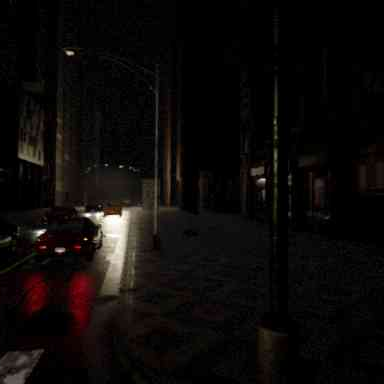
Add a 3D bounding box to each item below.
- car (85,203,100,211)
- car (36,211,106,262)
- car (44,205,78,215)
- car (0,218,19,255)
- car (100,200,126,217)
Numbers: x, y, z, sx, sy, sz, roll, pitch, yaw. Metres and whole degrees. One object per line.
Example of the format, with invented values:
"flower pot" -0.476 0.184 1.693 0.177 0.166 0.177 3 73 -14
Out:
"car" -13.066 2.128 44.533 1.994 1.385 4.181 1 -1 -10
"car" -4.537 1.682 12.715 1.812 1.442 4.674 1 -1 -10
"car" -9.834 1.770 25.217 1.882 1.535 5.008 1 -1 -10
"car" -7.395 1.581 11.034 1.882 1.535 5.008 1 -1 -10
"car" -8.724 1.956 37.010 1.882 1.535 5.008 1 -1 -10
